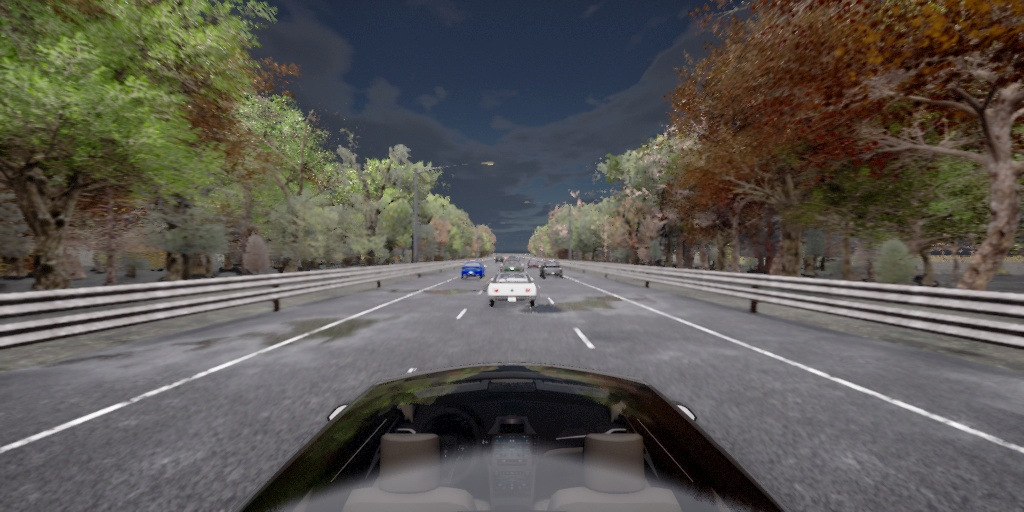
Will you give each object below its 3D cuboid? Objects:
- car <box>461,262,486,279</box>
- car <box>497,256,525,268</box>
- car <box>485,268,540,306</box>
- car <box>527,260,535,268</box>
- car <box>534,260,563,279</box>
[{"bbox_3d":[-3.490,1.256,33.102,1.882,1.535,5.008,0,0,0],"label":"car"},{"bbox_3d":[0.010,1.129,32.977,2.097,1.767,4.553,0,0,0],"label":"car"},{"bbox_3d":[0.005,1.367,15.978,1.895,1.301,4.718,0,0,0],"label":"car"},{"bbox_3d":[3.518,1.336,60.140,2.033,1.411,5.357,0,0,0],"label":"car"},{"bbox_3d":[3.511,1.269,33.087,2.128,1.511,4.902,0,0,0],"label":"car"}]
